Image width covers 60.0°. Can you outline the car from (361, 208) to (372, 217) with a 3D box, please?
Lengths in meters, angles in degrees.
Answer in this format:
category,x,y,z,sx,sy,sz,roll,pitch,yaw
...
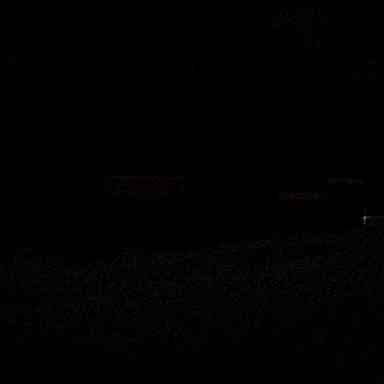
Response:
category,x,y,z,sx,sy,sz,roll,pitch,yaw
car,18.233,2.115,38.519,1.812,1.442,4.674,-1,-1,-36
